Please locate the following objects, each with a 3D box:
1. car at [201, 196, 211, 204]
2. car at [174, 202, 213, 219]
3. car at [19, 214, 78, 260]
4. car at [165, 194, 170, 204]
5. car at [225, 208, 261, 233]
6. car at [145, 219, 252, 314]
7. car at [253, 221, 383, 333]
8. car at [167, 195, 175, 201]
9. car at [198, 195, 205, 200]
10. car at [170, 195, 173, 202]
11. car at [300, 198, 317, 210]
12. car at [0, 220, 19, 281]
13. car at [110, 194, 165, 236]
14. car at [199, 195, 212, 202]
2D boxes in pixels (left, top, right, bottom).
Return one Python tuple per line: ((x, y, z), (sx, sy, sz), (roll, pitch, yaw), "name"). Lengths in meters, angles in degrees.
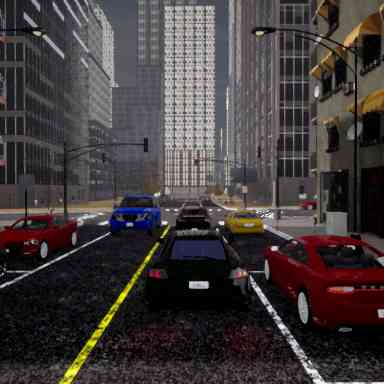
((2.747, 1.521, 67.132), (1.752, 1.417, 4.829), (-1, 0, 0), "car")
((0.094, 1.502, 17.698), (1.837, 1.490, 4.892), (0, 0, -1), "car")
((-5.687, 1.543, 12.376), (1.887, 1.381, 4.507), (-1, 0, 0), "car")
((-5.639, 1.541, 61.412), (1.887, 1.381, 4.507), (-1, 0, 0), "car")
((2.699, 1.523, 18.047), (1.752, 1.417, 4.829), (-1, 0, 0), "car")
((0.111, 1.563, 7.714), (1.994, 1.385, 4.181), (0, 0, 0), "car")
((2.689, 1.543, 6.830), (1.887, 1.381, 4.507), (-1, 0, 0), "car")
((-5.612, 1.542, 89.209), (1.887, 1.381, 4.507), (-1, 0, 0), "car")
((2.774, 1.580, 94.760), (1.802, 1.307, 4.206), (-1, 0, 0), "car")
((-5.635, 1.311, 66.972), (2.192, 1.841, 5.009), (-1, 0, 0), "car")
((14.287, 1.255, 36.990), (4.507, 1.381, 1.887), (-1, 1, 0), "car")
((-5.693, 1.439, 6.852), (1.967, 1.590, 4.097), (-1, 0, 0), "car")
((-2.989, 1.223, 18.739), (2.150, 2.045, 5.566), (0, 0, 0), "car")
((2.740, 1.436, 61.403), (1.967, 1.590, 4.097), (-1, 0, 0), "car")
